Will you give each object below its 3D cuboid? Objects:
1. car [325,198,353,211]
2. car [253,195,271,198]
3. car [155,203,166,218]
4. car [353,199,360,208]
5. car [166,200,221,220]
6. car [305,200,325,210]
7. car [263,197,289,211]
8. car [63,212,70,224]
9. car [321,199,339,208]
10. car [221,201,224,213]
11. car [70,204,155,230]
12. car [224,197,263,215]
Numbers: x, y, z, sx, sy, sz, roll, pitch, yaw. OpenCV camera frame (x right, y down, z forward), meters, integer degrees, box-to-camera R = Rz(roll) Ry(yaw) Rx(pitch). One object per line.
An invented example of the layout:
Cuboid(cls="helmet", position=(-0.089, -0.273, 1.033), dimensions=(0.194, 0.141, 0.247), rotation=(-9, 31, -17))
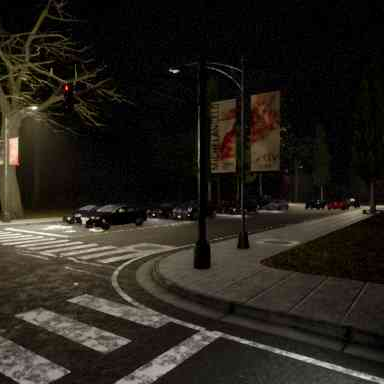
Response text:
Cuboid(cls="car", position=(20.616, 1.660, 46.613), dimensions=(2.097, 1.767, 4.553), rotation=(0, 0, 35))
Cuboid(cls="car", position=(9.898, 1.472, 48.582), dimensions=(2.150, 2.045, 5.566), rotation=(0, 0, 38))
Cuboid(cls="car", position=(-1.903, 1.667, 31.861), dimensions=(2.033, 1.411, 5.357), rotation=(0, 0, 35))
Cuboid(cls="car", position=(26.370, 1.892, 54.801), dimensions=(2.128, 1.511, 4.902), rotation=(0, -1, 35))
Cuboid(cls="car", position=(0.229, 1.473, 29.252), dimensions=(2.097, 1.767, 4.553), rotation=(0, 0, 35))
Cuboid(cls="car", position=(17.796, 1.824, 48.247), dimensions=(1.812, 1.442, 4.674), rotation=(0, 0, 35))
Cuboid(cls="car", position=(11.823, 1.772, 45.678), dimensions=(1.812, 1.442, 4.674), rotation=(0, 0, 36))
Cuboid(cls="car", position=(-7.228, 1.637, 24.312), dimensions=(1.994, 1.385, 4.181), rotation=(0, 0, 36))
Cuboid(cls="car", position=(23.481, 1.917, 56.354), dimensions=(1.812, 1.442, 4.674), rotation=(0, -1, 35))
Cuboid(cls="car", position=(3.820, 1.776, 40.013), dimensions=(1.895, 1.301, 4.718), rotation=(0, 0, 35))
Cuboid(cls="car", position=(-5.016, 1.567, 21.793), dimensions=(2.128, 1.511, 4.902), rotation=(0, 0, 35))
Cuboid(cls="car", position=(5.878, 1.680, 37.283), dimensions=(1.837, 1.490, 4.892), rotation=(0, 0, 35))
